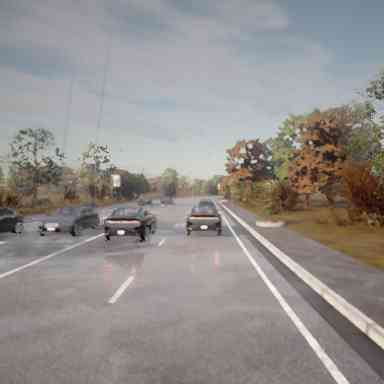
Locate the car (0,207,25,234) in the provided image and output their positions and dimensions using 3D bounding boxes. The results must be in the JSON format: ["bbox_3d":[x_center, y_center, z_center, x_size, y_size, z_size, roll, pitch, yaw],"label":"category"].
[{"bbox_3d":[-10.137,1.499,16.273,1.837,1.490,4.892,0,0,2],"label":"car"}]

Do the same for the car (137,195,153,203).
[{"bbox_3d":[-8.178,1.384,57.598,2.097,1.767,4.553,0,0,3],"label":"car"}]

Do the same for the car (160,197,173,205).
[{"bbox_3d":[-4.520,1.589,60.421,2.033,1.411,5.357,0,0,3],"label":"car"}]

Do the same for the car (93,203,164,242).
[{"bbox_3d":[-2.908,1.501,16.508,2.128,1.511,4.902,0,0,2],"label":"car"}]

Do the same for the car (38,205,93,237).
[{"bbox_3d":[-6.554,1.494,18.164,2.128,1.511,4.902,0,0,3],"label":"car"}]

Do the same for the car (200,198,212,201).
[{"bbox_3d":[1.694,1.543,40.713,1.837,1.490,4.892,0,0,3],"label":"car"}]

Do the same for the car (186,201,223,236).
[{"bbox_3d":[0.684,1.510,18.638,2.128,1.511,4.902,0,0,2],"label":"car"}]
